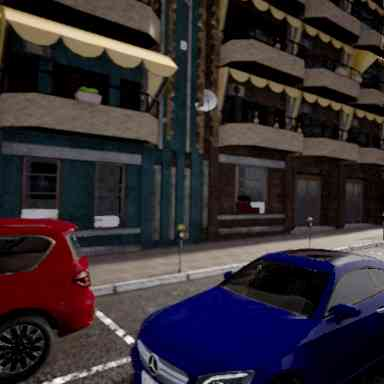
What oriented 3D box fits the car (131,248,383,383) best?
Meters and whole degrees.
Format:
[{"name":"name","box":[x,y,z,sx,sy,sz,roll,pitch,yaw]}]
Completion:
[{"name":"car","box":[1.506,1.555,4.456,4.674,1.442,1.812,1,0,-36]}]

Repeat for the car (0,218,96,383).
[{"name":"car","box":[-3.685,1.309,3.911,5.009,1.841,2.192,1,1,-35]}]
